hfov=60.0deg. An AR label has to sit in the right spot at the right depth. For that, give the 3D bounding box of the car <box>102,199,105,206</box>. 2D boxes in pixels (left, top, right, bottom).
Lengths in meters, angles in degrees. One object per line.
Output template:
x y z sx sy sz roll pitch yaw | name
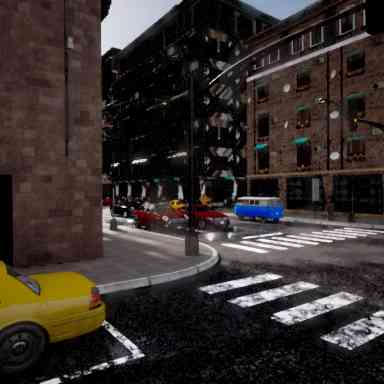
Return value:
-14.368 1.429 46.970 2.128 1.511 4.902 -1 0 -35 | car

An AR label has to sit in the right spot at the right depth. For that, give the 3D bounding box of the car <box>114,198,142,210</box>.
-8.395 1.463 43.258 1.887 1.381 4.507 -1 0 -36 | car

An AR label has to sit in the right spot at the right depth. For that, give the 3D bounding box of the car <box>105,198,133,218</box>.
-5.795 1.471 29.839 1.837 1.490 4.892 -1 1 -36 | car

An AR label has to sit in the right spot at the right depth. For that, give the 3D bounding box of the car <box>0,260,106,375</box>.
-3.554 1.525 4.029 4.829 1.417 1.752 0 0 -36 | car

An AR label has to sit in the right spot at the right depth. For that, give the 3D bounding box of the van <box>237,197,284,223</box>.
4.926 1.280 24.944 1.690 1.788 3.998 0 0 -36 | van

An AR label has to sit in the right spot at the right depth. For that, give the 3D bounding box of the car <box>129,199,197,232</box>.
-1.863 1.440 20.030 1.967 1.590 4.097 0 0 -36 | car

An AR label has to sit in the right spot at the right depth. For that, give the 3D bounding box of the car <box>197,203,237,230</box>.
0.437 1.508 21.274 1.812 1.442 4.674 -1 0 -34 | car

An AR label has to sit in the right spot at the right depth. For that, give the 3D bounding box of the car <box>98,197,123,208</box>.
-11.725 1.462 47.837 1.887 1.381 4.507 -1 0 -36 | car
